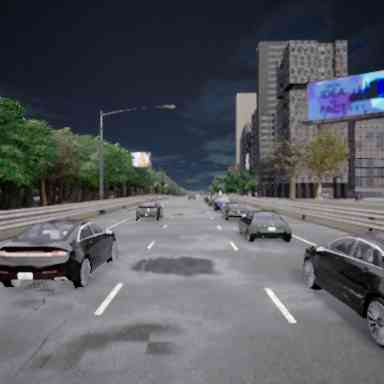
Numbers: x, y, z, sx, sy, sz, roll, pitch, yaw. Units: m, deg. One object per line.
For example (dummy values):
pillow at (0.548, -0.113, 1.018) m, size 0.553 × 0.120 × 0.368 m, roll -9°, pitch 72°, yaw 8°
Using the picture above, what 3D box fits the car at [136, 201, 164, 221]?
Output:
car at (-3.398, 1.486, 27.325) m, size 2.128 × 1.511 × 4.902 m, roll 0°, pitch 0°, yaw 0°

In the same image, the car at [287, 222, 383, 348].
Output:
car at (3.601, 1.501, 6.226) m, size 2.128 × 1.511 × 4.902 m, roll 0°, pitch 0°, yaw 0°

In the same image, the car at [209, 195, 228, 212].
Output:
car at (3.506, 1.440, 38.609) m, size 2.163 × 1.488 × 4.792 m, roll 0°, pitch 0°, yaw 0°

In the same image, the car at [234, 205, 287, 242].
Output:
car at (3.503, 1.584, 16.582) m, size 1.994 × 1.385 × 4.181 m, roll 0°, pitch 0°, yaw 0°

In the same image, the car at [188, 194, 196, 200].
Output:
car at (0.034, 1.260, 81.455) m, size 1.812 × 1.442 × 4.674 m, roll 0°, pitch -1°, yaw 0°

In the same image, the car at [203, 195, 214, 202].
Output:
car at (3.524, 1.321, 71.607) m, size 2.163 × 1.488 × 4.792 m, roll 0°, pitch 0°, yaw 0°

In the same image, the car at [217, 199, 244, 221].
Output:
car at (3.505, 1.541, 27.579) m, size 2.033 × 1.411 × 5.357 m, roll 0°, pitch 0°, yaw 0°

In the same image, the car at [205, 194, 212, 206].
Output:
car at (3.508, 1.232, 49.549) m, size 2.097 × 1.767 × 4.553 m, roll 0°, pitch 0°, yaw 0°

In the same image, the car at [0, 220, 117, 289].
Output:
car at (-3.398, 1.506, 9.212) m, size 2.128 × 1.511 × 4.902 m, roll 0°, pitch 0°, yaw 0°
